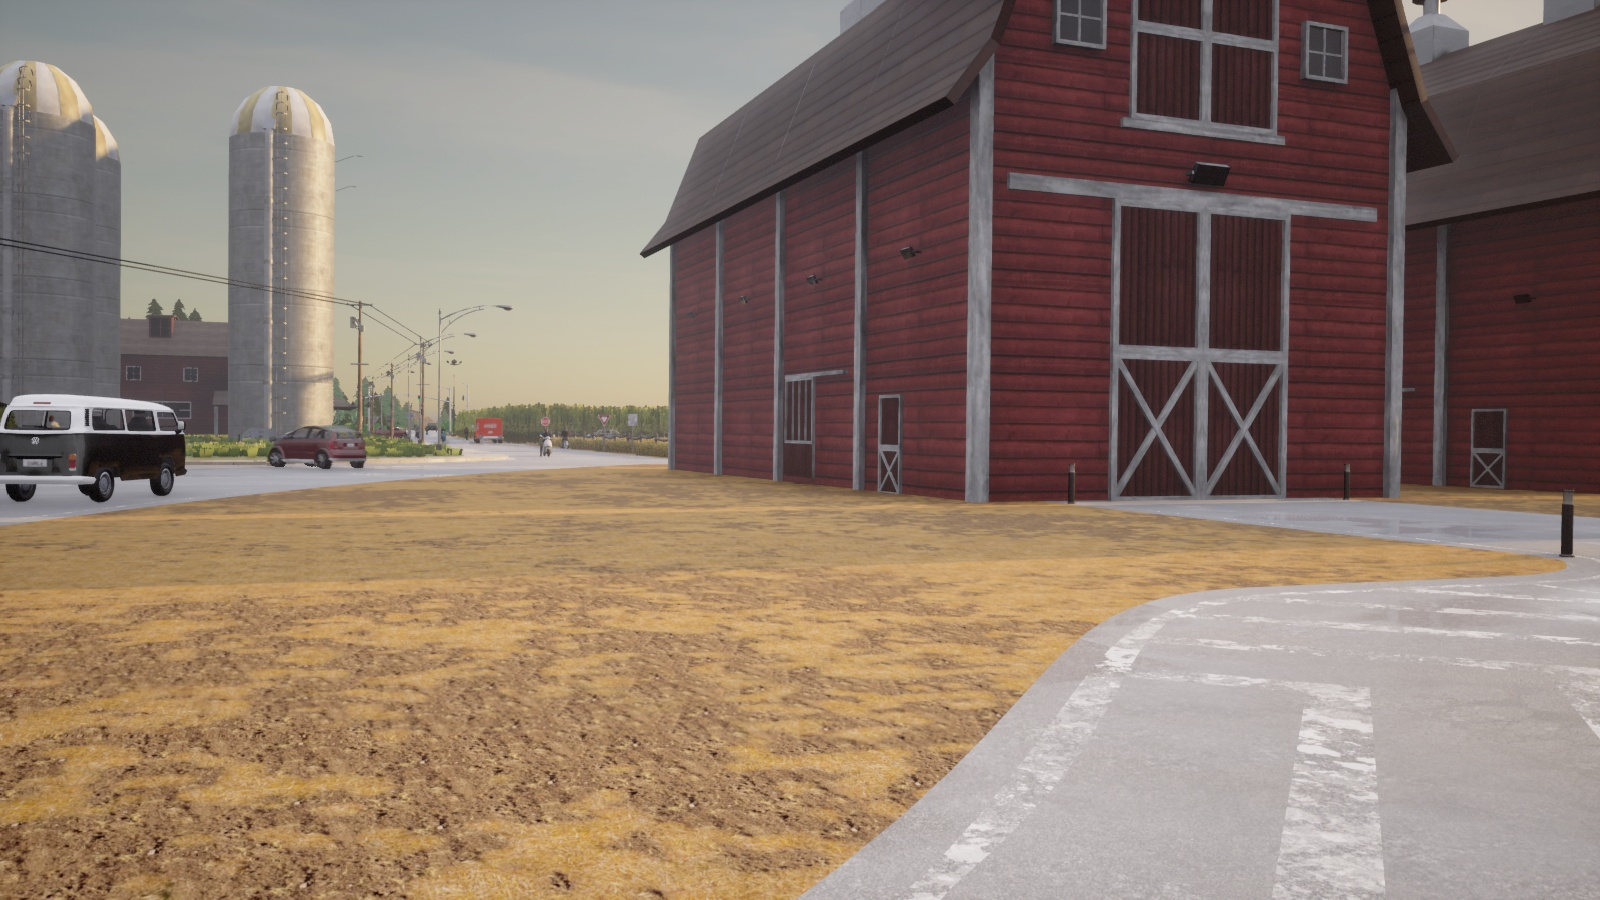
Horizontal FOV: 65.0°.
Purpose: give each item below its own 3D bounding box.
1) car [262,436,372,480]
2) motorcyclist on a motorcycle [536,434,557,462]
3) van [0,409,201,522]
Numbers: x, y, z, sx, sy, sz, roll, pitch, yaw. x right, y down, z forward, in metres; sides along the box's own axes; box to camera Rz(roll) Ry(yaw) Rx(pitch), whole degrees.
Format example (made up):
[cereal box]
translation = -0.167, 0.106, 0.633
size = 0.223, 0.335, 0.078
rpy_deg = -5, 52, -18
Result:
[car]
translation = -17.597, 0.280, 45.697
size = 3.705, 1.549, 1.789
rpy_deg = 0, 0, 30
[motorcyclist on a motorcycle]
translation = -14.397, -0.113, 71.284
size = 0.866, 1.590, 1.817
rpy_deg = -1, 1, -21
[van]
translation = -14.063, 0.253, 25.134
size = 2.069, 2.038, 4.480
rpy_deg = -1, 1, -2
